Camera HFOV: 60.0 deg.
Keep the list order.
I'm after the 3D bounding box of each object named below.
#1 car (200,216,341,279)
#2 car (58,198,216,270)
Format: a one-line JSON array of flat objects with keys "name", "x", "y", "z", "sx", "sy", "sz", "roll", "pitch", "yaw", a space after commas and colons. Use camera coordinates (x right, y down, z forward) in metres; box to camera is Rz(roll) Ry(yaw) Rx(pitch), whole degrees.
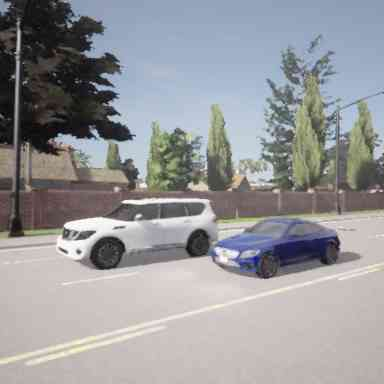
[{"name": "car", "x": 2.740, "y": 1.542, "z": 10.247, "sx": 4.674, "sy": 1.442, "sz": 1.812, "roll": 0, "pitch": 0, "yaw": -35}, {"name": "car", "x": -1.590, "y": 1.232, "z": 11.457, "sx": 5.566, "sy": 2.045, "sz": 2.150, "roll": 0, "pitch": 0, "yaw": -35}]
